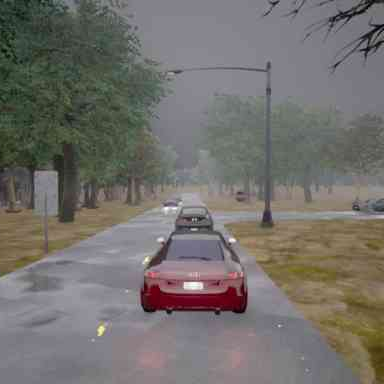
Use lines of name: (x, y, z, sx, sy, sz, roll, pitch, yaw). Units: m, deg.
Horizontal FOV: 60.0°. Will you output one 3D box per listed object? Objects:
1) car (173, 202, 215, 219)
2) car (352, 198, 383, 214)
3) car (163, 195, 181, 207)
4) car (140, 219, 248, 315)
car: (0.116, 1.475, 17.365, 1.837, 1.490, 4.892, 0, 0, 0)
car: (17.340, 1.263, 31.113, 4.181, 1.385, 1.994, -1, 1, 1)
car: (-2.999, 1.421, 47.195, 1.994, 1.385, 4.181, 0, 0, 0)
car: (0.091, 1.555, 7.636, 1.994, 1.385, 4.181, 0, 0, 2)
